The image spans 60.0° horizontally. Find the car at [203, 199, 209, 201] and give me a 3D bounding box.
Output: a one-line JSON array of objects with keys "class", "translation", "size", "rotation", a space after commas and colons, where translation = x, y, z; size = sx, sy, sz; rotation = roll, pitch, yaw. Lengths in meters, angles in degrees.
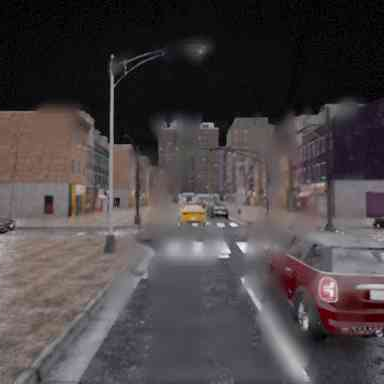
[{"class": "car", "translation": [2.666, 2.074, 44.443], "size": [1.752, 1.417, 4.829], "rotation": [1, -1, 0]}]

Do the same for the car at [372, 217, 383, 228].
[{"class": "car", "translation": [14.720, 1.789, 21.447], "size": [5.357, 1.411, 2.033], "rotation": [0, -2, 3]}]

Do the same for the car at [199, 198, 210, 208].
[{"class": "car", "translation": [2.674, 2.335, 71.463], "size": [2.192, 1.841, 5.009], "rotation": [1, -1, 0]}]

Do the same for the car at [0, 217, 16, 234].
[{"class": "car", "translation": [-12.515, 1.681, 18.717], "size": [4.892, 1.490, 1.837], "rotation": [0, -2, 1]}]

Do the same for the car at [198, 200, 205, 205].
[{"class": "car", "translation": [2.672, 3.003, 93.206], "size": [1.887, 1.381, 4.507], "rotation": [1, -1, 0]}]

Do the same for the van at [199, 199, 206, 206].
[{"class": "van", "translation": [2.675, 2.685, 87.774], "size": [1.690, 1.788, 3.998], "rotation": [1, -1, 0]}]

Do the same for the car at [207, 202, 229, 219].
[{"class": "car", "translation": [2.664, 1.950, 33.401], "size": [1.947, 1.339, 4.313], "rotation": [1, -1, 0]}]

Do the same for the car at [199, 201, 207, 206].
[{"class": "car", "translation": [2.670, 2.814, 82.332], "size": [1.802, 1.307, 4.206], "rotation": [1, -1, 0]}]

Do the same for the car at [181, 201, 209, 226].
[{"class": "car", "translation": [0.110, 1.785, 26.689], "size": [1.882, 1.535, 5.008], "rotation": [0, 0, 0]}]

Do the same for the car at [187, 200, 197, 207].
[{"class": "car", "translation": [0.016, 2.595, 74.065], "size": [2.128, 1.511, 4.902], "rotation": [0, -1, 0]}]

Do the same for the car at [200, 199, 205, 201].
[{"class": "car", "translation": [2.666, 2.292, 55.147], "size": [1.947, 1.339, 4.313], "rotation": [1, -1, 0]}]

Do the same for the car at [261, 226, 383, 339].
[{"class": "car", "translation": [2.665, 1.508, 6.657], "size": [1.967, 1.590, 4.097], "rotation": [2, -1, 0]}]
